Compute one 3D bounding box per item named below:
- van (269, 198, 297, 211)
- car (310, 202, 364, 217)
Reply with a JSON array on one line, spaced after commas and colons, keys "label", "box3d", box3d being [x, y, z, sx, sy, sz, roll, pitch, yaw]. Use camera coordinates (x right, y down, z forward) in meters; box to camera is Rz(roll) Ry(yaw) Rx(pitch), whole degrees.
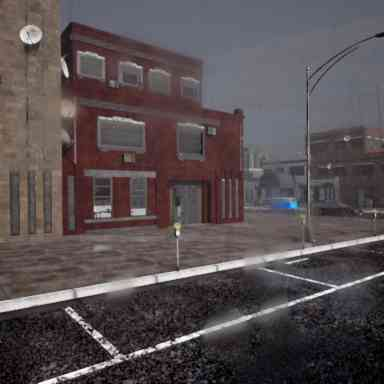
[{"label": "van", "box3d": [12.875, 1.705, 47.255, 1.690, 1.788, 3.998, -2, 0, -38]}, {"label": "car", "box3d": [15.058, 1.807, 34.982, 2.033, 1.411, 5.357, -1, 0, -38]}]
